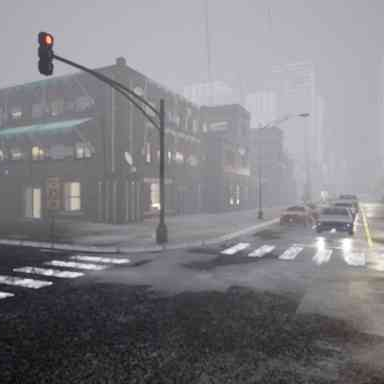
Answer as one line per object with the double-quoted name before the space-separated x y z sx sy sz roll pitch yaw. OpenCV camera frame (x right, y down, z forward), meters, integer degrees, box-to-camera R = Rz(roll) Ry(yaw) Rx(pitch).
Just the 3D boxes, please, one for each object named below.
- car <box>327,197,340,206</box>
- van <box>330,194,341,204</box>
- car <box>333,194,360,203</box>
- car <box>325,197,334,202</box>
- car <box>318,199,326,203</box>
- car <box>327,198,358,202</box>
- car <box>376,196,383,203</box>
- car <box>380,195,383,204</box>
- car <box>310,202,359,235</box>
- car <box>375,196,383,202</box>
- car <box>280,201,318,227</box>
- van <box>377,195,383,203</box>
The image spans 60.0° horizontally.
"car" 24.580 1.547 57.539 1.752 1.417 4.829 0 0 27
"van" 27.123 1.371 62.635 1.690 1.788 3.998 0 0 27
"car" 17.391 1.226 37.108 2.150 2.045 5.566 0 0 27
"car" 14.712 1.527 37.763 1.752 1.417 4.829 0 0 27
"car" 9.854 1.563 28.027 1.947 1.339 4.313 0 0 27
"car" 12.595 1.525 27.649 1.812 1.442 4.674 0 0 27
"car" 42.022 1.644 73.725 1.802 1.307 4.206 0 0 27
"car" 32.154 1.610 53.949 1.802 1.307 4.206 0 0 27
"car" 8.357 1.544 19.209 2.033 1.411 5.357 0 0 27
"car" 44.490 1.637 78.670 1.947 1.339 4.313 0 0 27
"car" 7.310 1.540 23.126 1.887 1.381 4.507 0 0 27
"van" 37.089 1.384 63.838 1.690 1.788 3.998 0 0 27
